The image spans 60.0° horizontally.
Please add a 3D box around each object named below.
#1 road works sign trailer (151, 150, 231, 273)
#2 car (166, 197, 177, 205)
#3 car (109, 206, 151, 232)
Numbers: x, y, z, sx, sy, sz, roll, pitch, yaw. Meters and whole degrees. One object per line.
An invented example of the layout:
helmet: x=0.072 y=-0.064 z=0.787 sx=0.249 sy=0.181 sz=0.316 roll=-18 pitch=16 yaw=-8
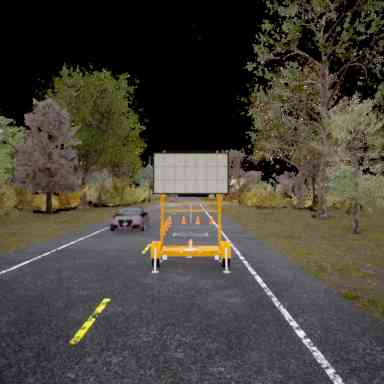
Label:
road works sign trailer: x=-0.036 y=0.469 z=10.672 sx=2.380 sy=3.560 sz=2.880 roll=0 pitch=0 yaw=0
car: x=-3.749 y=1.668 z=62.198 sx=1.994 sy=1.385 sz=4.181 roll=0 pitch=0 yaw=0
car: x=-3.680 y=1.578 z=20.307 sx=1.994 sy=1.385 sz=4.181 roll=0 pitch=0 yaw=0
